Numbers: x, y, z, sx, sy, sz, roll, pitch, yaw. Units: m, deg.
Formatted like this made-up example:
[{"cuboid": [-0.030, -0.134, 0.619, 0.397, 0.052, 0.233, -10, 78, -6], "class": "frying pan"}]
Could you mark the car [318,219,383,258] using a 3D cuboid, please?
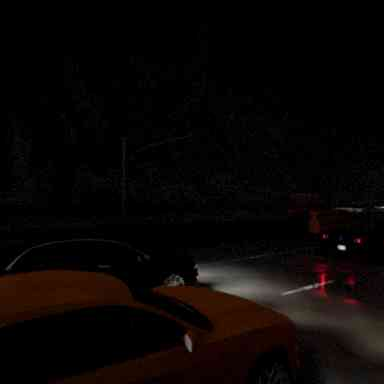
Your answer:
[{"cuboid": [7.224, 1.742, 13.341, 4.718, 1.301, 1.895, 1, 0, -36], "class": "car"}]

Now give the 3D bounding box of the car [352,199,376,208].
[{"cuboid": [28.398, 1.881, 55.000, 5.008, 1.535, 1.882, 0, 0, -36], "class": "car"}]

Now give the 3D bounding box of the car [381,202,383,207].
[{"cuboid": [36.557, 1.964, 60.895, 4.892, 1.490, 1.837, 0, 0, -36], "class": "car"}]

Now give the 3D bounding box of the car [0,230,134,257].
[{"cuboid": [-2.100, 1.527, 6.553, 4.892, 1.490, 1.837, 1, 0, -36], "class": "car"}]

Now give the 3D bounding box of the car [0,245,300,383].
[{"cuboid": [-1.097, 1.486, 2.964, 5.008, 1.535, 1.882, 1, 0, -36], "class": "car"}]
